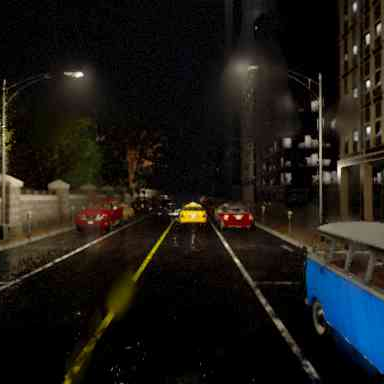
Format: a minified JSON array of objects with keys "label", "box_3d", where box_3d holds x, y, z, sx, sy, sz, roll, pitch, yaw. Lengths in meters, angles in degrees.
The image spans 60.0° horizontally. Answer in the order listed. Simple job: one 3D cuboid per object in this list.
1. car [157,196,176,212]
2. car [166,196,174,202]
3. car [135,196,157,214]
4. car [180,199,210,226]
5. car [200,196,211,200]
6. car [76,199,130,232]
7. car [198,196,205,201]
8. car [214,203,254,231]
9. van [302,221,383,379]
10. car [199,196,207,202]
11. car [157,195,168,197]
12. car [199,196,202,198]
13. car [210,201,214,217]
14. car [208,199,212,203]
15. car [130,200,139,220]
[{"label":"car","box_3d":[-3.110,1.665,41.185,1.837,1.490,4.892,0,0,0]},{"label":"car","box_3d":[-5.717,1.827,88.187,1.887,1.381,4.507,1,0,0]},{"label":"car","box_3d":[-5.696,1.467,38.186,2.192,1.841,5.009,1,0,0]},{"label":"car","box_3d":[0.092,1.557,23.942,1.801,1.575,5.366,0,0,0]},{"label":"car","box_3d":[2.675,1.784,54.447,1.802,1.307,4.206,1,0,0]},{"label":"car","box_3d":[-5.690,1.405,21.138,2.192,1.841,5.009,1,0,0]},{"label":"car","box_3d":[2.661,1.837,93.770,1.887,1.381,4.507,1,0,0]},{"label":"car","box_3d":[2.690,1.530,21.100,1.967,1.590,4.097,1,0,0]},{"label":"van","box_3d":[2.697,1.360,4.056,1.690,1.788,3.998,1,0,0]},{"label":"car","box_3d":[2.666,1.712,82.535,1.967,1.590,4.097,1,0,0]},{"label":"car","box_3d":[-5.702,1.517,54.503,2.192,1.841,5.009,1,0,0]},{"label":"car","box_3d":[2.675,1.657,60.065,1.967,1.590,4.097,1,0,0]},{"label":"car","box_3d":[2.686,1.638,26.950,1.752,1.417,4.829,1,0,0]},{"label":"car","box_3d":[2.684,1.699,32.460,1.947,1.339,4.313,1,0,0]},{"label":"car","box_3d":[-5.694,1.637,26.649,1.752,1.417,4.829,1,0,0]}]
